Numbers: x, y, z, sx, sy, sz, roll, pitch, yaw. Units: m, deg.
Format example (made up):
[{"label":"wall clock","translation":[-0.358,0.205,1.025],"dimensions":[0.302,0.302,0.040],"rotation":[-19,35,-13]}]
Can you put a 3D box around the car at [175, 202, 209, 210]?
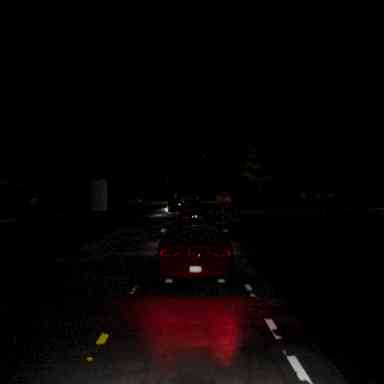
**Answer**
[{"label":"car","translation":[0.174,1.634,20.848],"dimensions":[1.837,1.490,4.892],"rotation":[0,0,2]}]

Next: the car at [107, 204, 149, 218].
[{"label":"car","translation":[-6.490,1.886,34.016],"dimensions":[4.181,1.385,1.994],"rotation":[-2,0,0]}]

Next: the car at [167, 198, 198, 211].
[{"label":"car","translation":[-0.463,1.743,37.746],"dimensions":[4.674,1.442,1.812],"rotation":[-1,0,0]}]

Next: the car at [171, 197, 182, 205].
[{"label":"car","translation":[-3.159,1.845,70.006],"dimensions":[2.097,1.767,4.553],"rotation":[0,0,-1]}]

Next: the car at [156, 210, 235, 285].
[{"label":"car","translation":[0.074,1.537,9.739],"dimensions":[1.882,1.535,5.008],"rotation":[0,0,0]}]

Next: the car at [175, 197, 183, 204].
[{"label":"car","translation":[-3.285,2.090,84.215],"dimensions":[1.882,1.535,5.008],"rotation":[0,-1,-1]}]
